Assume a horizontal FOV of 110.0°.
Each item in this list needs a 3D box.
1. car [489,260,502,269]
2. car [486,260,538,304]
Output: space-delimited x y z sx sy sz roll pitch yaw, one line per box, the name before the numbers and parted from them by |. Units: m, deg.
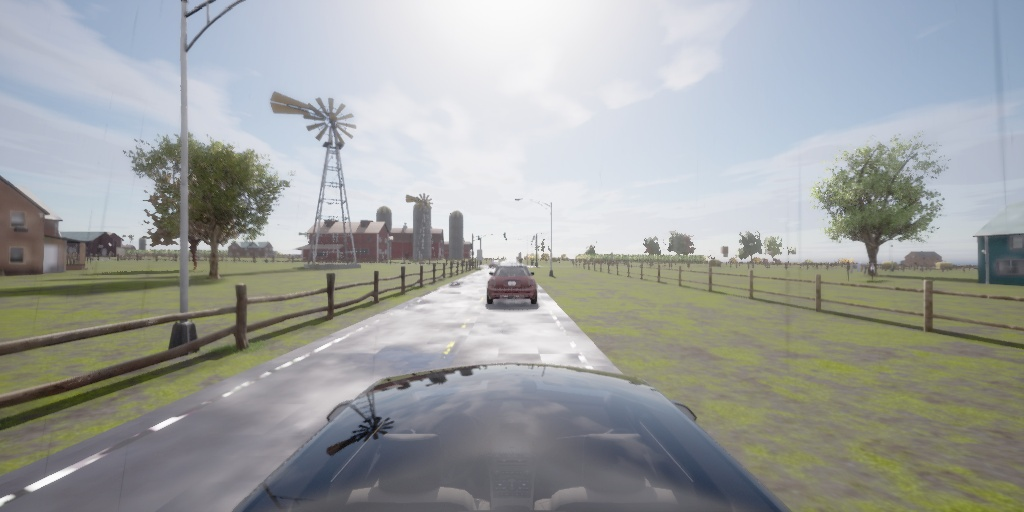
car | -2.750 1.382 59.460 1.994 1.385 4.181 0 0 0
car | 0.000 1.121 16.473 2.097 1.767 4.553 0 0 0
